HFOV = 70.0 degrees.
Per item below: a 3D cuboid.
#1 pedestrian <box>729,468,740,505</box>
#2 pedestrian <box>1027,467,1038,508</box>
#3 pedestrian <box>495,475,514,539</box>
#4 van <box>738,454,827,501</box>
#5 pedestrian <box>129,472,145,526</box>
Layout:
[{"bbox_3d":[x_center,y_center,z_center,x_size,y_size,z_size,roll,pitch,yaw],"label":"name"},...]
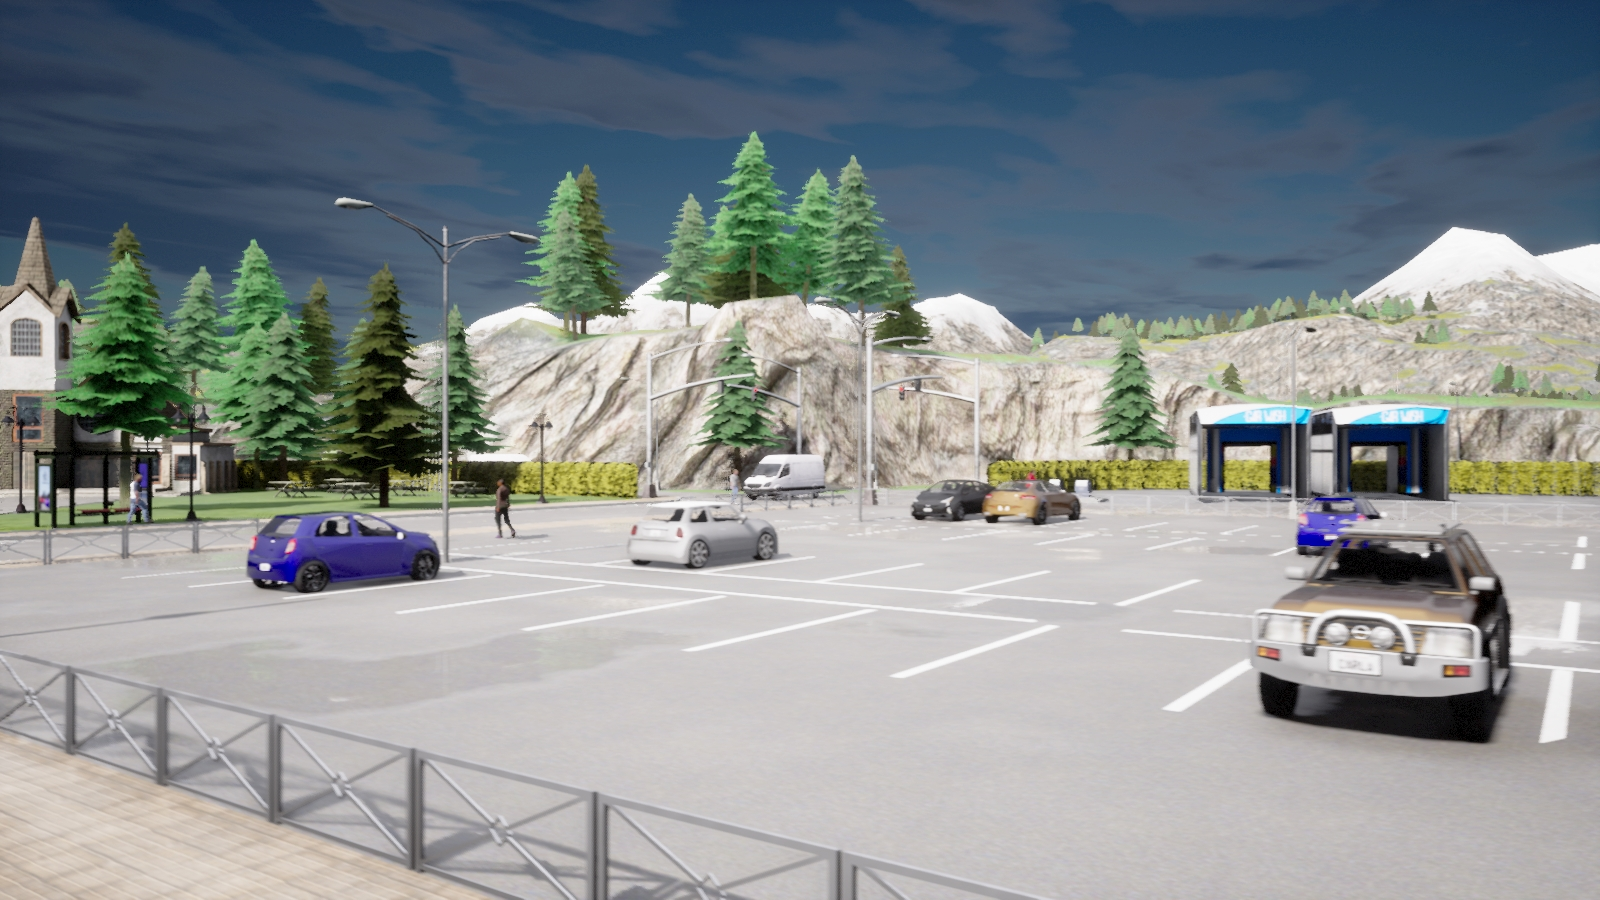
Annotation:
[{"bbox_3d":[-3.307,1.845,57.887,0.375,1.860,0.375,0,0,39],"label":"pedestrian"},{"bbox_3d":[10.511,1.693,51.620,0.375,1.860,0.375,0,0,35],"label":"pedestrian"},{"bbox_3d":[-8.730,1.683,33.738,0.375,1.860,0.375,0,0,28],"label":"pedestrian"},{"bbox_3d":[-0.918,1.532,65.251,1.988,2.561,5.915,0,0,34],"label":"van"},{"bbox_3d":[-23.142,1.693,39.902,0.375,1.860,0.375,0,0,37],"label":"pedestrian"}]
